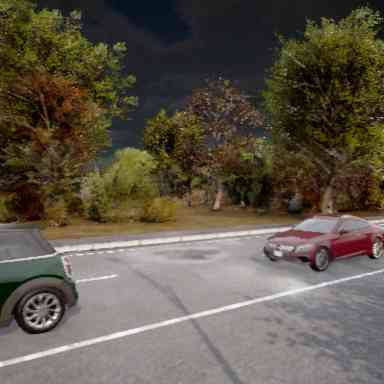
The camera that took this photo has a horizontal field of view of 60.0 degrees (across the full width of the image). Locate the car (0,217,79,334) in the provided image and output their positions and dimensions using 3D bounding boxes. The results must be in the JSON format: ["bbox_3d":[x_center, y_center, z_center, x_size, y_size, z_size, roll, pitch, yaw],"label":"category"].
[{"bbox_3d":[-4.236,1.313,5.097,4.553,1.767,2.097,1,0,-35],"label":"car"}]

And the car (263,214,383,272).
[{"bbox_3d":[4.428,1.478,10.779,4.674,1.442,1.812,-1,0,-33],"label":"car"}]
